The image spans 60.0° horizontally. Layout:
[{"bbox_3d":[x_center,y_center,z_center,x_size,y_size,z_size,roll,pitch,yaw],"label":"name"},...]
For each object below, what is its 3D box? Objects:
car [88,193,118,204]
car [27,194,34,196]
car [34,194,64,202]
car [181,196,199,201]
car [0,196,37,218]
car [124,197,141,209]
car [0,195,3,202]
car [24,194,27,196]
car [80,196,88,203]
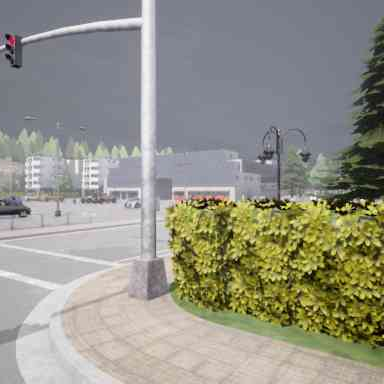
[{"bbox_3d":[-15.392,1.097,58.489,1.932,1.855,4.605,0,0,35],"label":"car"},{"bbox_3d":[-33.909,1.232,70.609,1.970,1.475,3.806,0,0,35],"label":"car"},{"bbox_3d":[-28.473,1.153,67.182,2.152,1.636,5.027,0,0,35],"label":"car"},{"bbox_3d":[-0.269,1.374,47.688,1.845,1.501,3.633,0,0,35],"label":"car"},{"bbox_3d":[-15.235,1.340,26.386,2.007,1.523,4.514,0,0,35],"label":"car"},{"bbox_3d":[-6.975,1.384,43.332,1.970,1.475,3.806,0,0,35],"label":"car"},{"bbox_3d":[-40.959,1.298,66.949,2.007,1.523,4.514,0,0,35],"label":"car"},{"bbox_3d":[-23.108,1.320,41.238,1.845,1.501,3.633,0,0,35],"label":"car"},{"bbox_3d":[-18.006,1.077,59.823,1.905,1.878,3.866,0,0,35],"label":"car"}]
